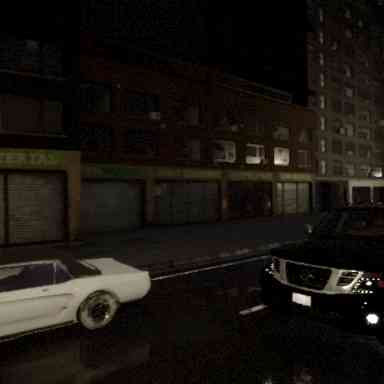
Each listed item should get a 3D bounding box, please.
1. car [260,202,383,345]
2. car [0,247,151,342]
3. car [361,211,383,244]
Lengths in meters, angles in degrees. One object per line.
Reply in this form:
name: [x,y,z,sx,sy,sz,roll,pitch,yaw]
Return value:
car: [3.787,1.247,6.679,5.566,2.045,2.150,0,-1,-39]
car: [-3.172,1.678,5.500,4.718,1.301,1.895,0,-1,-36]
car: [10.295,1.625,16.193,4.718,1.301,1.895,0,0,-39]
